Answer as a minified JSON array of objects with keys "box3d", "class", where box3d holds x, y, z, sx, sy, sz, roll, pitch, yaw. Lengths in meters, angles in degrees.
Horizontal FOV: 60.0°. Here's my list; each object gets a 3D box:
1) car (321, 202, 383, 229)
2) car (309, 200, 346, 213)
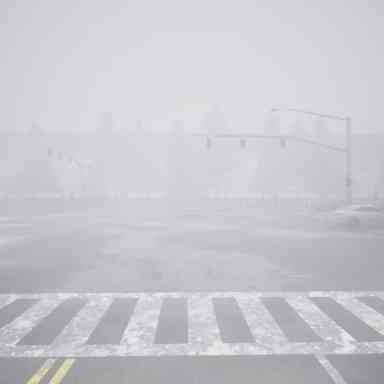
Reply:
[{"box3d":[11.072,1.525,21.139,4.674,1.442,1.812,0,0,-2],"class":"car"},{"box3d":[15.416,1.547,35.488,5.357,1.411,2.033,0,0,-2],"class":"car"}]
